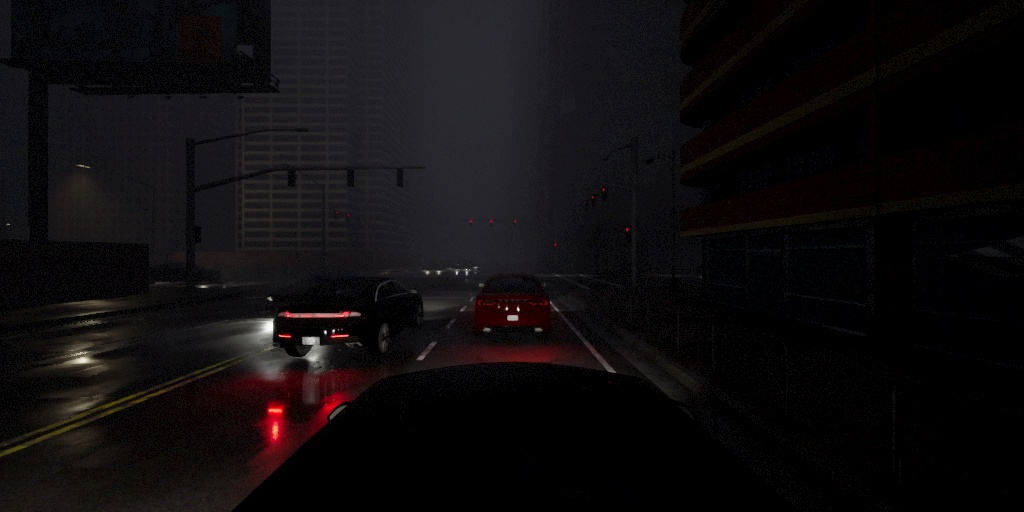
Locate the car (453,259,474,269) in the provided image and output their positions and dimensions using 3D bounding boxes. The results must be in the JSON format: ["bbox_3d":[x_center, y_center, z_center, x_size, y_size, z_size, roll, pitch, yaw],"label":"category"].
[{"bbox_3d":[-7.477,1.249,55.636,1.837,1.490,4.892,0,0,0],"label":"car"}]

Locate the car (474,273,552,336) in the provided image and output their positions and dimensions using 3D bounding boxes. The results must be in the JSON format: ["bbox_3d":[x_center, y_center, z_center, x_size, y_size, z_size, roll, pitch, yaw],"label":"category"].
[{"bbox_3d":[0.014,1.227,10.461,1.882,1.535,5.008,0,0,0],"label":"car"}]

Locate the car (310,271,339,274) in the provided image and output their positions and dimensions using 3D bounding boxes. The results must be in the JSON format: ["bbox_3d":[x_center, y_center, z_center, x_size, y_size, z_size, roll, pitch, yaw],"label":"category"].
[{"bbox_3d":[-7.186,1.296,14.191,2.033,1.411,5.357,0,0,0],"label":"car"}]

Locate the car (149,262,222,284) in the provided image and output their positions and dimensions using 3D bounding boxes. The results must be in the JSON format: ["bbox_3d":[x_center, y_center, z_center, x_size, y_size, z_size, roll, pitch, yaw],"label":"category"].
[{"bbox_3d":[-23.934,1.225,25.976,5.008,1.535,1.882,0,0,0],"label":"car"}]

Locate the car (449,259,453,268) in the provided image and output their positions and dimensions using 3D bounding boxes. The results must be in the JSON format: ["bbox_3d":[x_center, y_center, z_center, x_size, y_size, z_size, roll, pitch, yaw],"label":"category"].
[{"bbox_3d":[-10.998,1.291,62.957,2.033,1.411,5.357,0,0,0],"label":"car"}]

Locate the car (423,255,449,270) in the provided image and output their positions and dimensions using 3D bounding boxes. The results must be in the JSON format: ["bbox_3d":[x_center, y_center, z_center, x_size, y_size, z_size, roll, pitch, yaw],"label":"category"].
[{"bbox_3d":[-10.952,1.097,51.728,2.097,1.767,4.553,0,0,0],"label":"car"}]

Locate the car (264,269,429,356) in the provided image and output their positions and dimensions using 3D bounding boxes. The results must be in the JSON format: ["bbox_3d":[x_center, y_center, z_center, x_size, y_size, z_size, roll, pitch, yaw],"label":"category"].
[{"bbox_3d":[-3.475,1.241,8.573,2.128,1.511,4.902,0,0,-1],"label":"car"}]

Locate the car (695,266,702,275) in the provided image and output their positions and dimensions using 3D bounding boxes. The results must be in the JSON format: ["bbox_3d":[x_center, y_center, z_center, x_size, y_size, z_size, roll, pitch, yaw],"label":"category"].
[{"bbox_3d":[21.460,1.224,36.714,5.008,1.535,1.882,0,0,0],"label":"car"}]

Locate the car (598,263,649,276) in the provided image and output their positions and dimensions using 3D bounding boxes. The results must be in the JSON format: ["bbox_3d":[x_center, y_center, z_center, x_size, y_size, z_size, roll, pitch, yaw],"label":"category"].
[{"bbox_3d":[11.333,1.347,36.766,4.718,1.301,1.895,0,0,2],"label":"car"}]
